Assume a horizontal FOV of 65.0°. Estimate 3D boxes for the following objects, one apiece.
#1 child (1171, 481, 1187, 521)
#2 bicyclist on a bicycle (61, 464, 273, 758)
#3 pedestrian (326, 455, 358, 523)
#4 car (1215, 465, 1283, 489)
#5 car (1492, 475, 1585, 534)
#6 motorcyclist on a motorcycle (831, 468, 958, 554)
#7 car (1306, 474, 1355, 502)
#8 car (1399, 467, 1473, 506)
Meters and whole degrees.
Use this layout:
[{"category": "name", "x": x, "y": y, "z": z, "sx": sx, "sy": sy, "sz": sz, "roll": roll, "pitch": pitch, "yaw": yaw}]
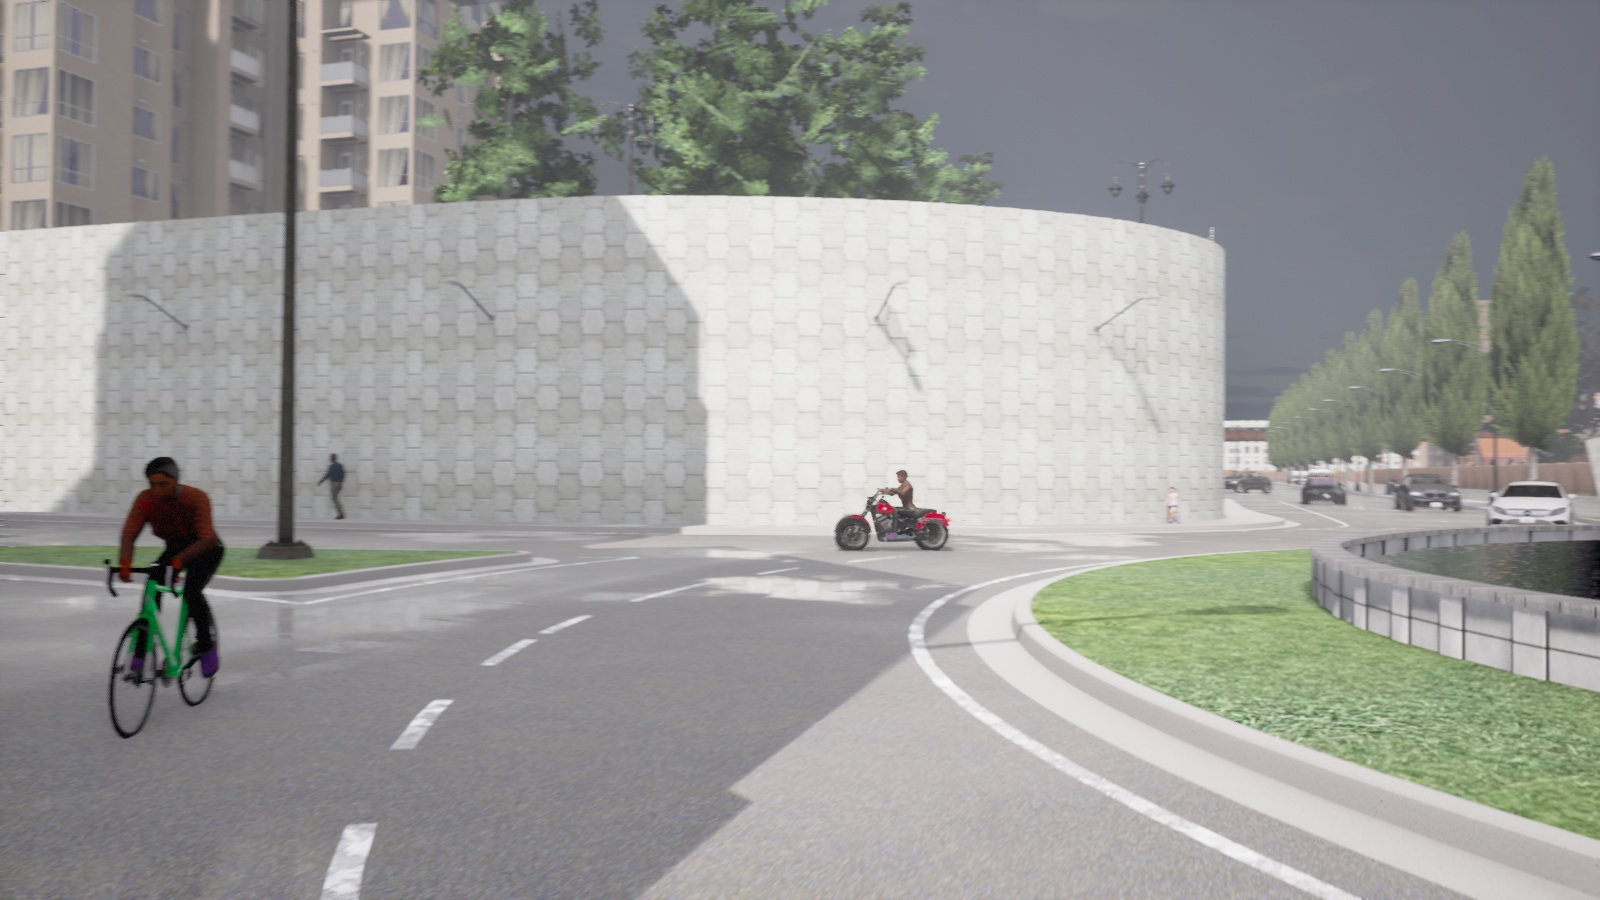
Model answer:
[{"category": "child", "x": 10.702, "y": 1.444, "z": 35.460, "sx": 0.394, "sy": 1.110, "sz": 0.255, "roll": 1, "pitch": -1, "yaw": -44}, {"category": "bicyclist on a bicycle", "x": -3.845, "y": 0.899, "z": 7.771, "sx": 0.582, "sy": 1.620, "sz": 1.656, "roll": 0, "pitch": -1, "yaw": -5}, {"category": "pedestrian", "x": -12.431, "y": 1.048, "z": 34.089, "sx": 0.726, "sy": 1.835, "sz": 0.370, "roll": 0, "pitch": -1, "yaw": 17}, {"category": "car", "x": 33.192, "y": 1.988, "z": 92.853, "sx": 5.027, "sy": 1.651, "sz": 2.152, "roll": 1, "pitch": 0, "yaw": -34}, {"category": "car", "x": 19.836, "y": 1.401, "z": 33.654, "sx": 1.812, "sy": 1.442, "sz": 4.674, "roll": -1, "pitch": -1, "yaw": 34}, {"category": "motorcyclist on a motorcycle", "x": 1.852, "y": 1.180, "z": 24.697, "sx": 2.350, "sy": 1.649, "sz": 0.766, "roll": 0, "pitch": -1, "yaw": -13}, {"category": "car", "x": 27.803, "y": 1.981, "z": 65.938, "sx": 1.994, "sy": 1.385, "sz": 4.181, "roll": 0, "pitch": -1, "yaw": 18}, {"category": "car", "x": 28.337, "y": 1.596, "z": 56.123, "sx": 2.242, "sy": 1.667, "sz": 4.611, "roll": 0, "pitch": -1, "yaw": 18}]
